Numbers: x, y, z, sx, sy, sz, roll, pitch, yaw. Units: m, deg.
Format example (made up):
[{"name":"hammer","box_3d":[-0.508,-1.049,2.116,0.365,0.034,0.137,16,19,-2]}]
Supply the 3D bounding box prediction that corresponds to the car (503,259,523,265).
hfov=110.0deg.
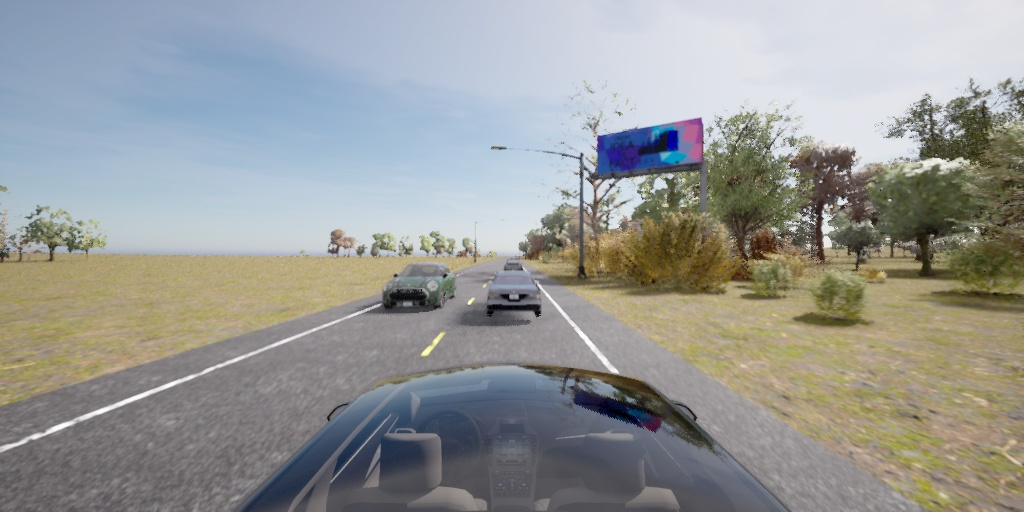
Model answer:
[{"name":"car","box_3d":[0.088,1.089,36.484,2.128,1.511,4.902,0,0,0]}]

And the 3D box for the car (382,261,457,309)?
[{"name":"car","box_3d":[-3.572,1.045,14.547,2.097,1.767,4.553,0,0,0]}]

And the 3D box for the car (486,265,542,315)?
[{"name":"car","box_3d":[0.073,1.247,13.199,2.033,1.411,5.357,0,0,0]}]
